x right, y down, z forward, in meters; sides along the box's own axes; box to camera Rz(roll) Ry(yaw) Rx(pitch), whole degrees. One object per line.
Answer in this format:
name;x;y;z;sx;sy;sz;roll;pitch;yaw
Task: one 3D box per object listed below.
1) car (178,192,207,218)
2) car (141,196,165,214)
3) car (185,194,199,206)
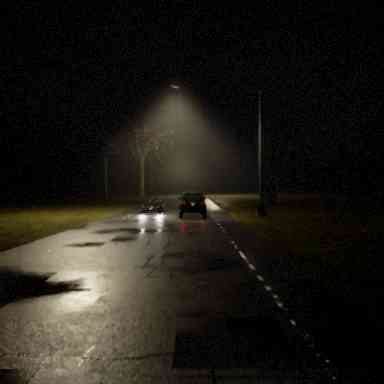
car;0.031;0.972;27.779;2.150;2.045;5.566;0;1;-1
car;-3.607;1.204;31.443;1.837;1.490;4.892;0;0;0
car;0.014;0.992;44.524;1.812;1.442;4.674;0;1;0
